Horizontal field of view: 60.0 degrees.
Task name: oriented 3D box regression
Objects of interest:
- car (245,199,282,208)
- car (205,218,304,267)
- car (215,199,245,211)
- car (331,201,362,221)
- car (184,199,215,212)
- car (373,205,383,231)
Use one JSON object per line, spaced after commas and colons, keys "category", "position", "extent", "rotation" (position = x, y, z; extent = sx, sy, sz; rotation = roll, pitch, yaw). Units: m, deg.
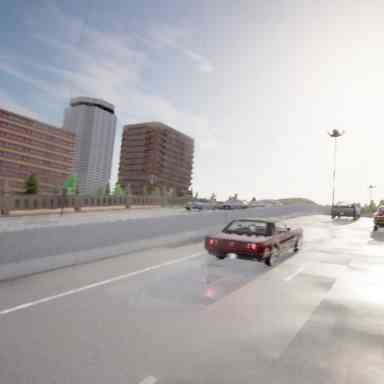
{"category": "car", "position": [7.322, 1.417, 32.456], "extent": [1.882, 1.535, 5.008], "rotation": [1, -1, 33]}
{"category": "car", "position": [2.375, 1.543, 11.386], "extent": [1.895, 1.301, 4.718], "rotation": [1, 1, 33]}
{"category": "car", "position": [4.494, 1.441, 34.531], "extent": [1.994, 1.385, 4.181], "rotation": [1, -1, 33]}
{"category": "car", "position": [13.105, 1.555, 28.149], "extent": [2.128, 1.511, 4.902], "rotation": [1, -1, 33]}
{"category": "car", "position": [1.105, 1.390, 35.733], "extent": [1.895, 1.301, 4.718], "rotation": [1, -1, 33]}
{"category": "car", "position": [12.199, 1.549, 20.241], "extent": [1.837, 1.490, 4.892], "rotation": [1, 1, 33]}
